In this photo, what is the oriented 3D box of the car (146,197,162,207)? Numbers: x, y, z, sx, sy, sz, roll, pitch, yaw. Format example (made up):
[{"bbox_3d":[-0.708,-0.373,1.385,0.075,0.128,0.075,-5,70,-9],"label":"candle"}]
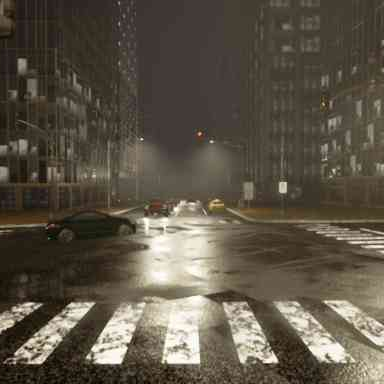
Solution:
[{"bbox_3d":[-5.929,1.528,52.430,1.947,1.339,4.313,-1,0,0],"label":"car"}]

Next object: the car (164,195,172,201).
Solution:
[{"bbox_3d":[-5.807,1.505,80.800,1.802,1.307,4.206,-1,0,0],"label":"car"}]

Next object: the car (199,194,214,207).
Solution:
[{"bbox_3d":[2.624,1.278,51.895,2.192,1.841,5.009,-1,0,0],"label":"car"}]

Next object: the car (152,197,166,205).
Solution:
[{"bbox_3d":[-5.769,1.520,58.105,1.947,1.339,4.313,-1,0,0],"label":"car"}]

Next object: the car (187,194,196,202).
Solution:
[{"bbox_3d":[-0.125,1.245,72.707,1.882,1.535,5.008,0,0,0],"label":"car"}]

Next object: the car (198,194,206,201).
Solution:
[{"bbox_3d":[2.528,1.354,86.427,1.967,1.590,4.097,-1,0,0],"label":"car"}]

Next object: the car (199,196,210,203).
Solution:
[{"bbox_3d":[2.559,1.505,69.404,1.947,1.339,4.313,-1,0,0],"label":"car"}]

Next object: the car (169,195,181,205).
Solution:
[{"bbox_3d":[-3.127,1.428,60.954,1.882,1.535,5.008,0,0,0],"label":"car"}]

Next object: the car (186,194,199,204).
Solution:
[{"bbox_3d":[-0.108,1.549,62.734,1.895,1.301,4.718,0,0,0],"label":"car"}]

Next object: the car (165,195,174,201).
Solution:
[{"bbox_3d":[-5.817,1.479,86.473,1.947,1.339,4.313,-1,0,0],"label":"car"}]

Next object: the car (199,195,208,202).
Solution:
[{"bbox_3d":[2.550,1.482,75.078,2.008,1.369,4.403,-1,0,0],"label":"car"}]

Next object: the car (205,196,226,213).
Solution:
[{"bbox_3d":[2.743,1.504,36.814,1.752,1.417,4.829,-1,0,0],"label":"car"}]

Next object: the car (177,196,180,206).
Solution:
[{"bbox_3d":[-3.152,1.565,50.479,1.895,1.301,4.718,0,0,0],"label":"car"}]

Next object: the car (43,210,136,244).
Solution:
[{"bbox_3d":[-4.857,1.550,16.006,4.181,1.385,1.994,-1,2,-35],"label":"car"}]

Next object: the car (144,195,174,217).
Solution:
[{"bbox_3d":[-3.167,1.335,31.170,2.097,1.767,4.553,0,0,0],"label":"car"}]

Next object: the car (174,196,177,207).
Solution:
[{"bbox_3d":[-3.161,1.453,40.468,1.882,1.535,5.008,0,0,0],"label":"car"}]
